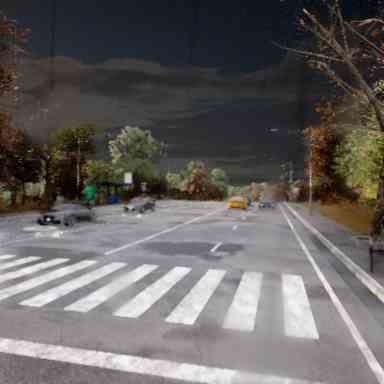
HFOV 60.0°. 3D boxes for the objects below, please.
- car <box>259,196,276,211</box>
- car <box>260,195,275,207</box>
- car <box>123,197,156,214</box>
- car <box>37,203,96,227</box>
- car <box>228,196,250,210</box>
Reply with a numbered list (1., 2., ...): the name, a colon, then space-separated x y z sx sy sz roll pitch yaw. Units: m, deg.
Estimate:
1. car: 8.998 1.477 39.635 1.895 1.301 4.718 1 1 14
2. car: 11.267 1.308 49.413 2.128 1.511 4.902 1 1 13
3. car: -5.076 1.257 32.823 2.128 1.511 4.902 1 0 14
4. car: -7.845 1.396 21.164 1.994 1.385 4.181 1 0 13
5. car: 5.536 1.306 40.204 1.882 1.535 5.008 1 1 14
